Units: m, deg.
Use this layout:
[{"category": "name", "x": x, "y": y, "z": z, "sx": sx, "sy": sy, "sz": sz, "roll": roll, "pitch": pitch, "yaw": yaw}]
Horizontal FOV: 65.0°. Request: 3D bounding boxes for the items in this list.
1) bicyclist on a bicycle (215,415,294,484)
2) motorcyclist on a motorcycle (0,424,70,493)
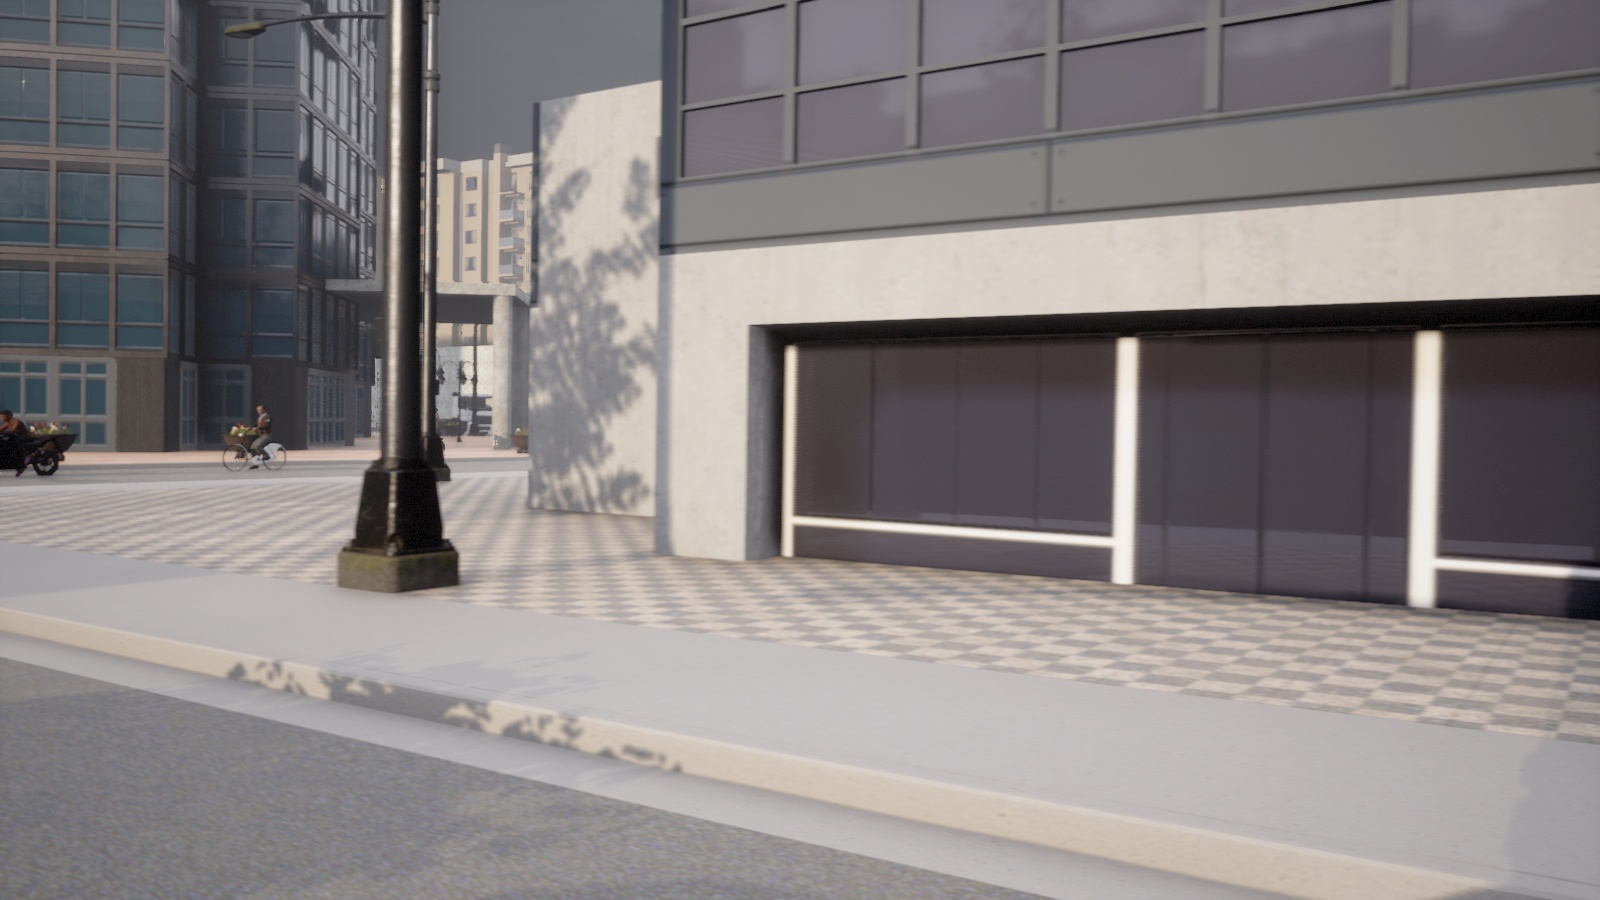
[{"category": "bicyclist on a bicycle", "x": -14.428, "y": -0.040, "z": 33.261, "sx": 0.659, "sy": 1.776, "sz": 1.843, "roll": 1, "pitch": 1, "yaw": 34}, {"category": "motorcyclist on a motorcycle", "x": -17.750, "y": 0.183, "z": 28.349, "sx": 0.797, "sy": 1.523, "sz": 2.044, "roll": 1, "pitch": 2, "yaw": 34}]
